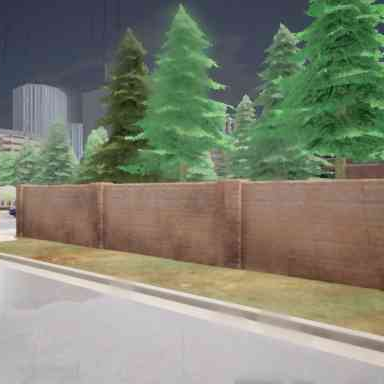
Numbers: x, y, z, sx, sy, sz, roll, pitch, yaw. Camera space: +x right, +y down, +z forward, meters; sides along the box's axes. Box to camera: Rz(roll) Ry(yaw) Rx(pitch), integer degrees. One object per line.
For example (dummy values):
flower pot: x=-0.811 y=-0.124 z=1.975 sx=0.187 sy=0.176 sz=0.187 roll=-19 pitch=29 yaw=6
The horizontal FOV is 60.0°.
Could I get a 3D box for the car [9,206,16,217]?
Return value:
car: x=-14.018 y=1.474 z=30.423 sx=1.882 sy=1.535 sz=5.008 roll=0 pitch=0 yaw=35
